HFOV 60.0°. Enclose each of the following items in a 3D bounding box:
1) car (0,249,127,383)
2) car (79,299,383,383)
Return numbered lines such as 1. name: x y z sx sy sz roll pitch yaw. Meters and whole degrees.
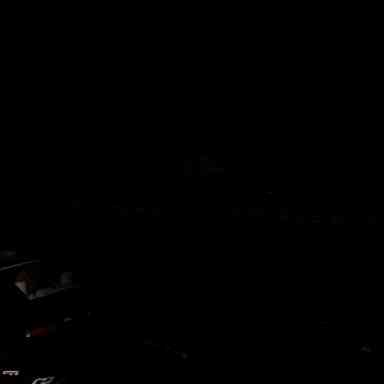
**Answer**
1. car: -2.821 1.548 4.974 4.403 1.369 2.008 0 0 35
2. car: 1.623 1.551 1.807 4.403 1.369 2.008 0 0 35
